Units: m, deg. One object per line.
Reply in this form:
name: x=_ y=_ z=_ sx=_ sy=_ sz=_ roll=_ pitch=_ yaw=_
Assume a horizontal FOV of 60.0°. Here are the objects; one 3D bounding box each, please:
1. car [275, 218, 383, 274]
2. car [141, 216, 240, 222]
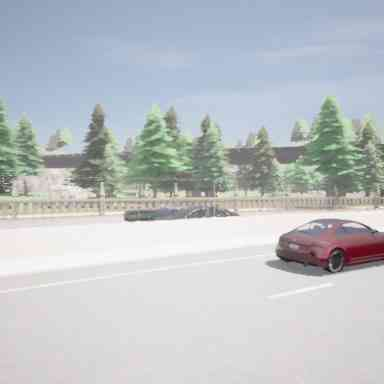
car: x=4.660 y=1.527 z=10.478 sx=4.181 sy=1.385 sz=1.994 roll=0 pitch=0 yaw=-30
car: x=0.164 y=1.436 z=16.205 sx=4.892 sy=1.490 sz=1.837 roll=0 pitch=0 yaw=-29
